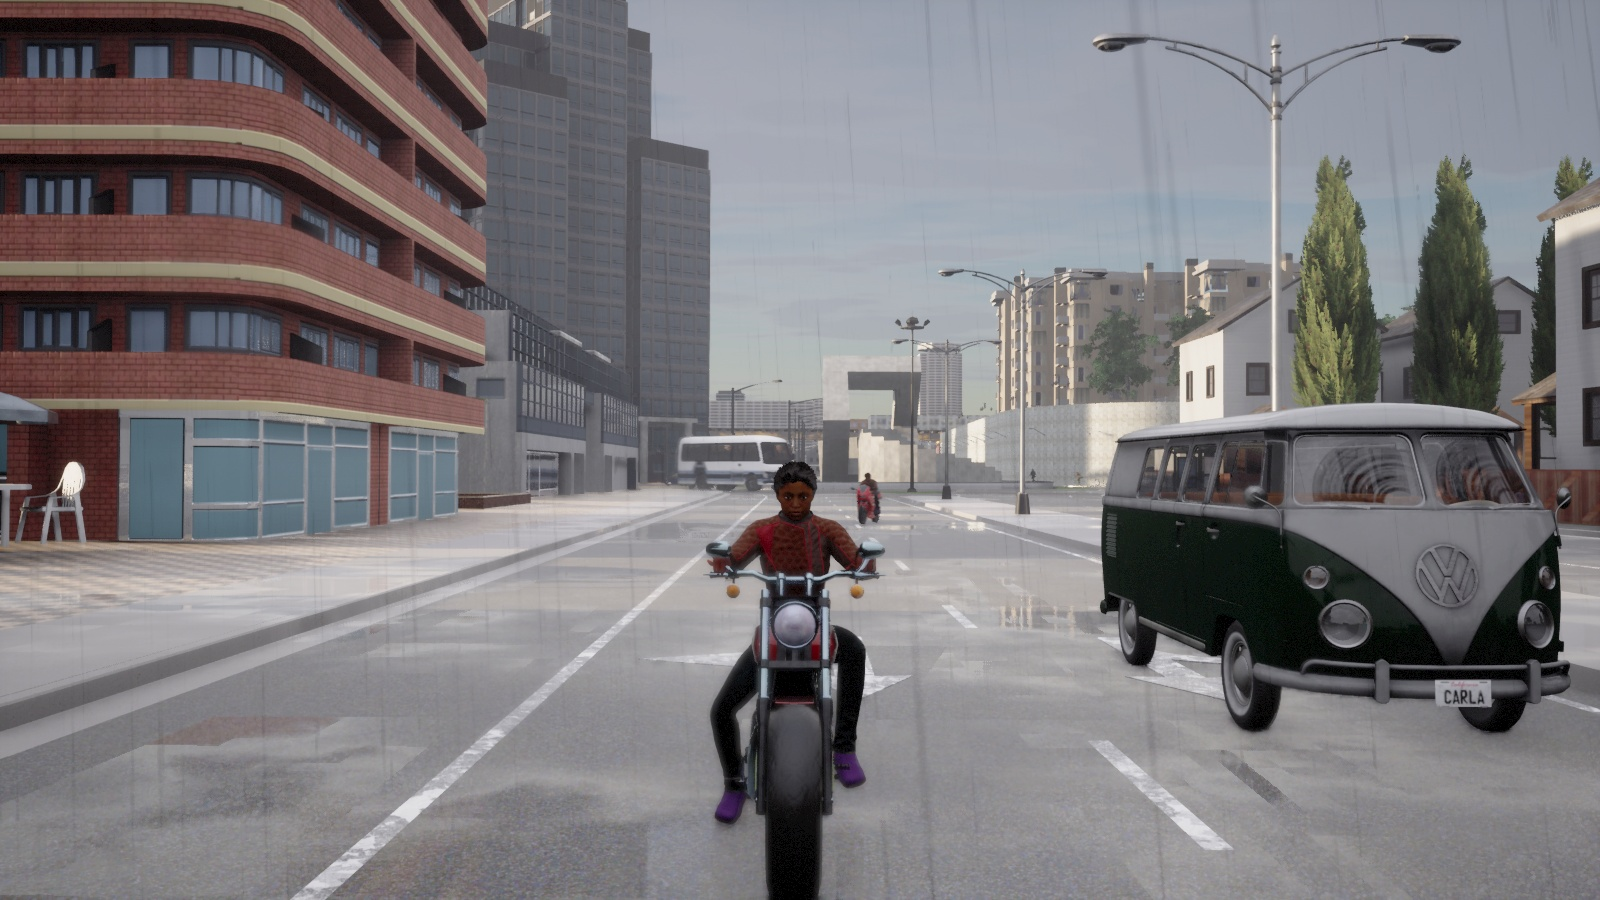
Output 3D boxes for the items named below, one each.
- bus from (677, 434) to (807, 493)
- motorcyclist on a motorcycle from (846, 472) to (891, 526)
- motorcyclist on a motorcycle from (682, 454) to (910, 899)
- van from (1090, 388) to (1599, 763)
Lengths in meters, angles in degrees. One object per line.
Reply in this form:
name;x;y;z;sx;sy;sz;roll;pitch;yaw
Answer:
bus;-4.557;1.059;95.678;10.273;4.253;3.944;-1;-1;45
motorcyclist on a motorcycle;2.019;1.405;36.774;0.797;1.523;2.044;-1;-1;19
motorcyclist on a motorcycle;-0.016;0.856;5.427;0.766;1.649;2.350;0;-1;0
van;3.474;0.701;8.916;1.775;1.987;4.442;0;-1;0
